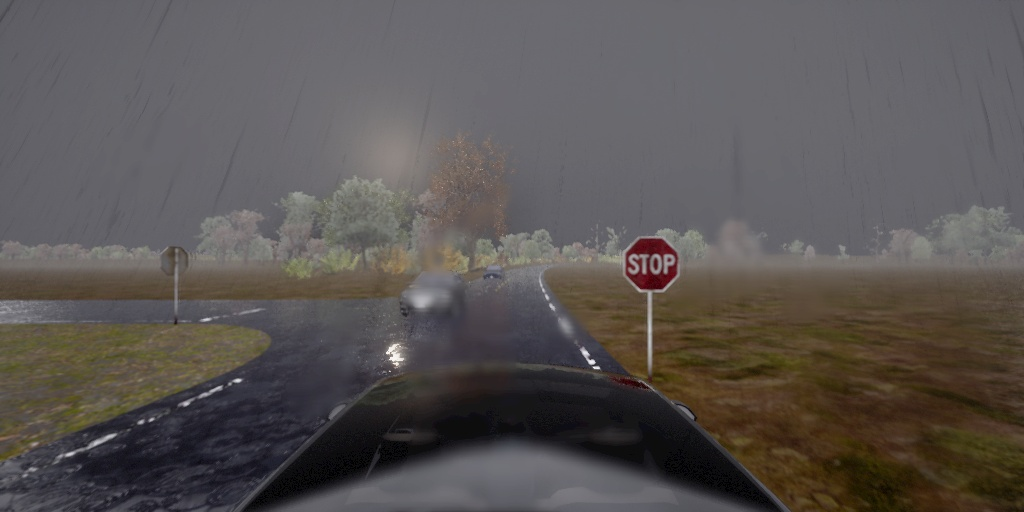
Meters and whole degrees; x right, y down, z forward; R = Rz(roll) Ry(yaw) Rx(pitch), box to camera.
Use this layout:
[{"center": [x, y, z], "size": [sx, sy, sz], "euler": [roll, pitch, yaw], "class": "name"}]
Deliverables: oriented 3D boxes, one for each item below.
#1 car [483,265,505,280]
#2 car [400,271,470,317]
[{"center": [-1.706, 1.618, 36.127], "size": [2.033, 1.411, 5.357], "euler": [0, -1, 4], "class": "car"}, {"center": [-2.803, 1.357, 13.870], "size": [2.128, 1.511, 4.902], "euler": [0, -1, 2], "class": "car"}]
